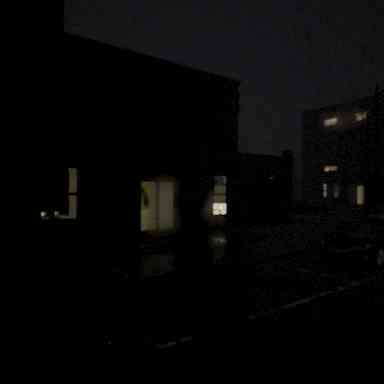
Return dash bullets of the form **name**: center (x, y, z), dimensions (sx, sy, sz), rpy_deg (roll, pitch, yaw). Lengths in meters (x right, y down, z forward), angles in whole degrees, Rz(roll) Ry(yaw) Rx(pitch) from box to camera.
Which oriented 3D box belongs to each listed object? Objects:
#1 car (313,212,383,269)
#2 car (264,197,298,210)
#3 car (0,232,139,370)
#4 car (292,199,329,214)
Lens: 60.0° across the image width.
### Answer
- **car**: center (5.914, 1.448, 10.763), dimensions (4.403, 1.369, 2.008), rpy_deg (-1, 1, -35)
- **car**: center (11.710, 1.429, 43.942), dimensions (1.967, 1.590, 4.097), rpy_deg (0, -1, -35)
- **car**: center (-2.888, 1.439, 4.480), dimensions (4.097, 1.590, 1.967), rpy_deg (-1, 1, -35)
- **car**: center (10.420, 1.367, 30.712), dimensions (1.887, 1.381, 4.507), rpy_deg (0, -1, -35)
